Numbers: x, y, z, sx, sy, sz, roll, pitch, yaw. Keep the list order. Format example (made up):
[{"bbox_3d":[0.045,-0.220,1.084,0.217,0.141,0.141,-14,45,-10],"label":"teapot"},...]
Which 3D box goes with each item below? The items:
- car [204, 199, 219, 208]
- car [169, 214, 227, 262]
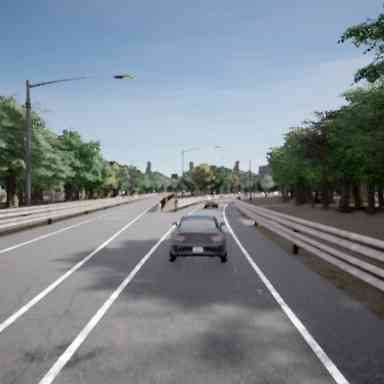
[{"bbox_3d":[2.832,1.606,46.830,1.895,1.301,4.718,0,0,7],"label":"car"},{"bbox_3d":[0.242,1.519,12.002,1.812,1.442,4.674,0,0,2],"label":"car"}]
